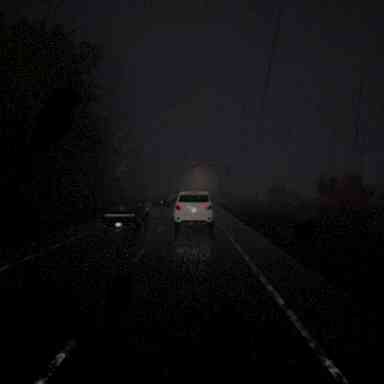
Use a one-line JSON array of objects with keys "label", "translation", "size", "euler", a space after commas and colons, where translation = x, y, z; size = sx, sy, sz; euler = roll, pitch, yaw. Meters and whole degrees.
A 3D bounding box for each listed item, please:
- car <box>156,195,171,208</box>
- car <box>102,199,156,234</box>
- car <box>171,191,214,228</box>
[{"label": "car", "translation": [-3.405, 1.077, 39.232], "size": [1.994, 1.385, 4.181], "euler": [0, 1, 0]}, {"label": "car", "translation": [-3.403, 1.272, 17.817], "size": [2.128, 1.511, 4.902], "euler": [0, 1, 0]}, {"label": "car", "translation": [0.097, 0.974, 20.017], "size": [2.150, 2.045, 5.566], "euler": [0, 1, 0]}]
